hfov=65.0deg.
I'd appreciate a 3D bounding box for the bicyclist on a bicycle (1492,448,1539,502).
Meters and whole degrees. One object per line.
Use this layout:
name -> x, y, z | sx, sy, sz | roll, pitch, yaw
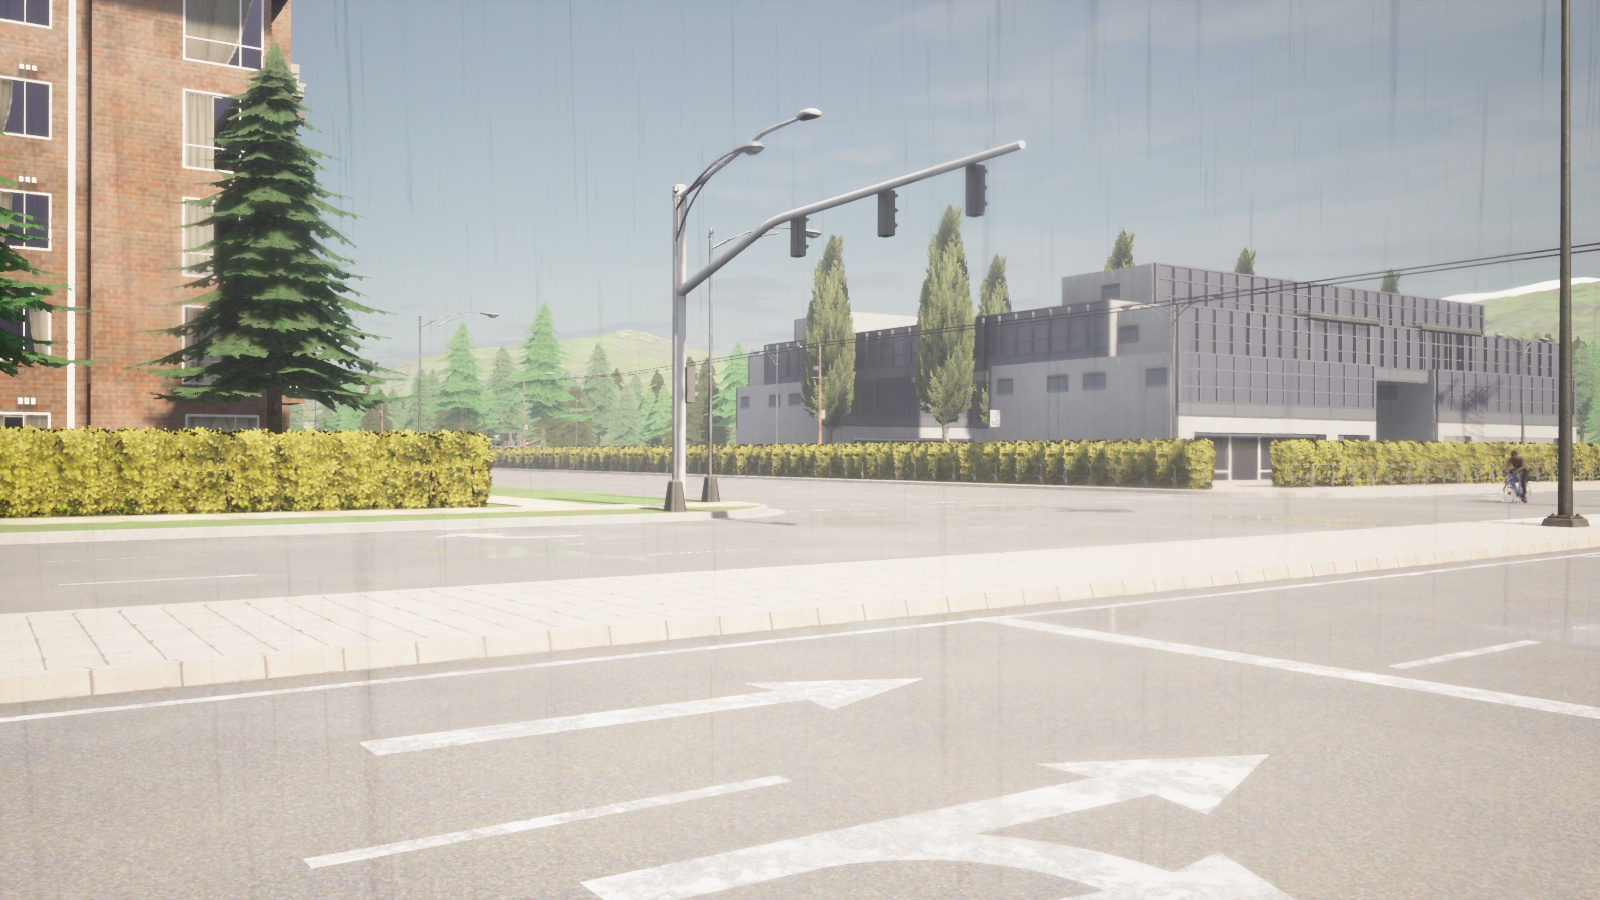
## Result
bicyclist on a bicycle -> 21.812, 0.745, 38.259 | 1.656, 1.620, 0.582 | 0, 0, -35
